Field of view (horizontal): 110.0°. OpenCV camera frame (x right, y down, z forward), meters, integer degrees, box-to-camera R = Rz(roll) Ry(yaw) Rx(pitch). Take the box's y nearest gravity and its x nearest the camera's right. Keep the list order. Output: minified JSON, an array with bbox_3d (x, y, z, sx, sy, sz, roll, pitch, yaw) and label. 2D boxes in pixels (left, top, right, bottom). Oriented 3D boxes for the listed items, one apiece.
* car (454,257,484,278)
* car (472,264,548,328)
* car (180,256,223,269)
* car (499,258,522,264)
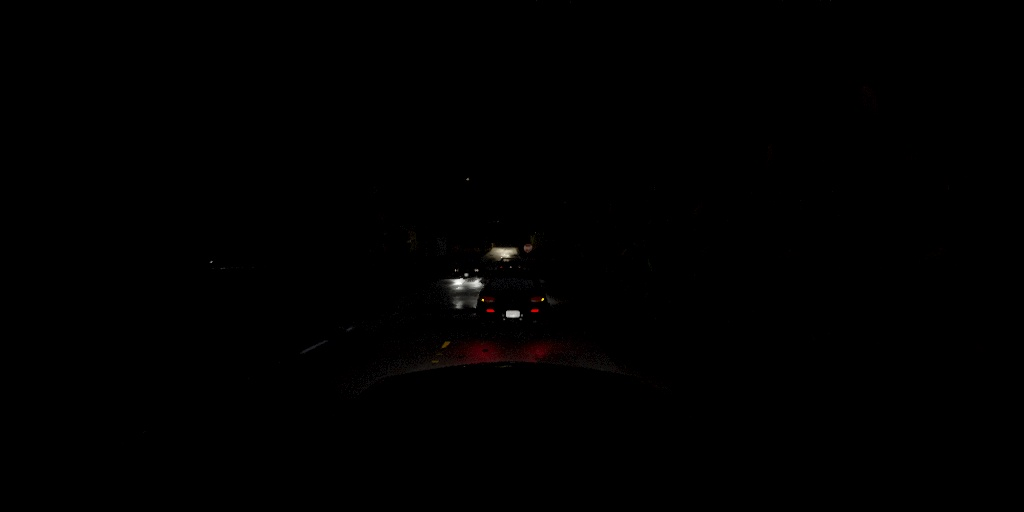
[{"bbox_3d":[-3.024,0.782,26.347,2.033,1.411,5.357,0,2,0],"label":"car"},{"bbox_3d":[0.007,1.137,10.657,1.812,1.442,4.674,0,1,0],"label":"car"},{"bbox_3d":[-41.544,0.797,48.091,4.553,1.767,2.097,-1,2,0],"label":"car"},{"bbox_3d":[-0.118,0.784,28.010,1.895,1.301,4.718,0,2,0],"label":"car"}]
